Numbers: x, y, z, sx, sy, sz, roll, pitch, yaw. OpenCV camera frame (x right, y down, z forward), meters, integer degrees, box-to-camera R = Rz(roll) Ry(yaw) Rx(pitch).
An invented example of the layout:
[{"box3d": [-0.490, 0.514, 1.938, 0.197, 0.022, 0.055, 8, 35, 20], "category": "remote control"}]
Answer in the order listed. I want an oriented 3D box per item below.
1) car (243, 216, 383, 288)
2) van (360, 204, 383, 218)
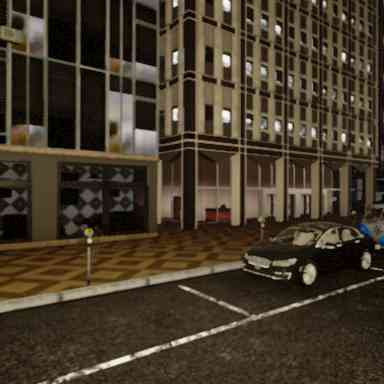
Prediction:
[{"box3d": [3.330, 1.528, 9.105, 4.403, 1.369, 2.008, 0, 1, -35], "category": "car"}, {"box3d": [7.858, 1.300, 12.333, 3.998, 1.788, 1.690, 0, 1, -35], "category": "van"}]
